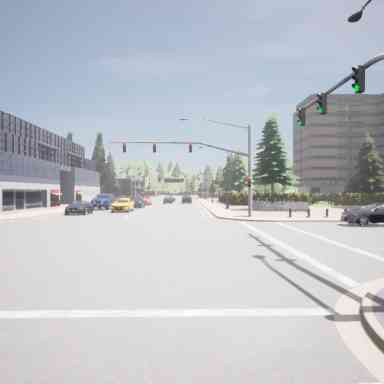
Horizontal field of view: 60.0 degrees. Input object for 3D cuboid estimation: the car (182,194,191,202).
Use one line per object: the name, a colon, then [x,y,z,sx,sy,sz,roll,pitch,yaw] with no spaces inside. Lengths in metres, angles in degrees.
car: [-1.213,1.355,74.976,2.097,1.767,4.553,0,0,-1]

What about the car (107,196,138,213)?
car: [-7.806,1.478,37.817,1.882,1.535,5.008,0,0,-1]

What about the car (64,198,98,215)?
car: [-11.242,1.564,33.426,1.994,1.385,4.181,0,0,-1]

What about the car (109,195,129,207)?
car: [-11.499,1.352,52.678,2.097,1.767,4.553,0,0,-1]

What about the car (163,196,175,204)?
car: [-4.573,1.547,64.587,2.033,1.411,5.357,0,0,-1]

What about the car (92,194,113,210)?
car: [-11.375,1.222,42.778,2.150,2.045,5.566,0,0,-1]

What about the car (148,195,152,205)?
car: [-8.050,1.352,57.168,2.097,1.767,4.553,0,0,-1]

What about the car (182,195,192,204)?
car: [-0.976,1.505,64.910,1.837,1.490,4.892,0,0,-1]

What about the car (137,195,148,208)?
car: [-7.929,1.352,47.054,2.097,1.767,4.553,0,0,-1]

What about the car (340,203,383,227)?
car: [12.502,1.492,22.191,4.902,1.511,2.128,0,0,-1]

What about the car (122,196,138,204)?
car: [-11.595,1.492,62.937,2.128,1.511,4.902,0,0,0]

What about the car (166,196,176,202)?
car: [-4.718,1.510,75.222,1.895,1.301,4.718,0,0,-1]
